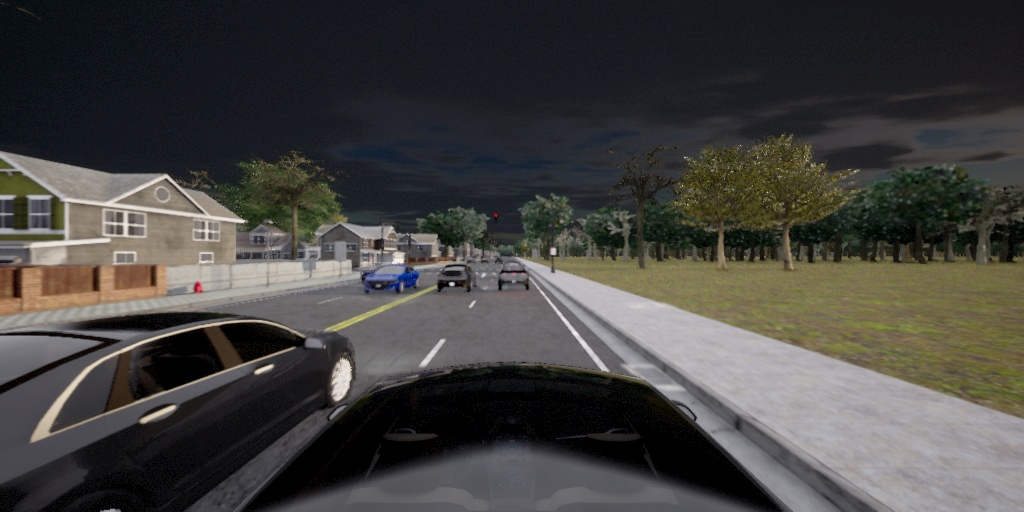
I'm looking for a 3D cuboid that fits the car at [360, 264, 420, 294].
[{"bbox_3d":[-6.588,1.207,20.180,1.882,1.535,5.008,0,0,0],"label":"car"}]

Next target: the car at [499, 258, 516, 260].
[{"bbox_3d":[0.037,1.195,31.607,1.882,1.535,5.008,0,0,1],"label":"car"}]

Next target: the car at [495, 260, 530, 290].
[{"bbox_3d":[0.105,1.218,22.206,2.128,1.511,4.902,0,0,0],"label":"car"}]

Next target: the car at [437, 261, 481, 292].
[{"bbox_3d":[-3.145,1.233,21.179,1.837,1.490,4.892,0,0,0],"label":"car"}]

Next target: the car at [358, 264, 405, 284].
[{"bbox_3d":[-9.815,1.323,27.438,1.895,1.301,4.718,0,0,0],"label":"car"}]

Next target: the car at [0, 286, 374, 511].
[{"bbox_3d":[-3.149,1.252,3.255,1.837,1.490,4.892,0,0,0],"label":"car"}]
